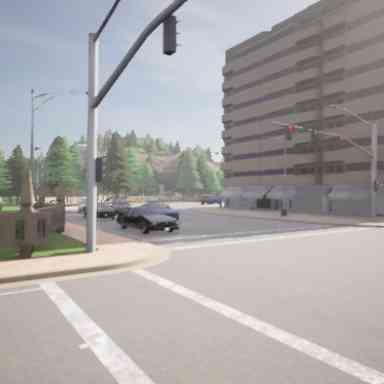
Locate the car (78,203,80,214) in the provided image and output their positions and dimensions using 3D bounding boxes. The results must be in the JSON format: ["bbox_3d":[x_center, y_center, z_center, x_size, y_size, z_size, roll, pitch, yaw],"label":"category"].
[{"bbox_3d":[-11.696,1.624,37.432,1.812,1.442,4.674,1,0,-15],"label":"car"}]

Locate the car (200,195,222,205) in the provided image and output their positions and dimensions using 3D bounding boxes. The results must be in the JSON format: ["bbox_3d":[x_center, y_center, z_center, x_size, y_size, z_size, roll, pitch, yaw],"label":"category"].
[{"bbox_3d":[4.076,1.728,70.023,2.150,2.045,5.566,0,-1,40],"label":"car"}]

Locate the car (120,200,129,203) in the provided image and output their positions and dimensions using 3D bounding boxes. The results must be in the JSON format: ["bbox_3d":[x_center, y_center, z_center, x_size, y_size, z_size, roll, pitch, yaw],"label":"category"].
[{"bbox_3d":[-7.438,1.632,35.334,1.837,1.490,4.892,1,0,-20],"label":"car"}]

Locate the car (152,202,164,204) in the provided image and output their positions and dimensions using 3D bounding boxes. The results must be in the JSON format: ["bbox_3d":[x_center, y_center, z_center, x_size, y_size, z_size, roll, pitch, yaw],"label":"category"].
[{"bbox_3d":[-2.754,1.587,26.327,1.882,1.535,5.008,1,0,-32],"label":"car"}]

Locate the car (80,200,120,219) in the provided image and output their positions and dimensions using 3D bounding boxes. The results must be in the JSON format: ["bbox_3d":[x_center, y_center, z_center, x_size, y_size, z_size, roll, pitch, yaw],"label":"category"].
[{"bbox_3d":[-7.904,1.548,28.291,1.882,1.535,5.008,1,0,-28],"label":"car"}]

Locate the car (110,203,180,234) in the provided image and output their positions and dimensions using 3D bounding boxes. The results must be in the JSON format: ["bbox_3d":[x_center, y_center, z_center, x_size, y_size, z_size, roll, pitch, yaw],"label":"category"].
[{"bbox_3d":[-2.814,1.609,19.959,2.033,1.411,5.357,1,-1,-34],"label":"car"}]
